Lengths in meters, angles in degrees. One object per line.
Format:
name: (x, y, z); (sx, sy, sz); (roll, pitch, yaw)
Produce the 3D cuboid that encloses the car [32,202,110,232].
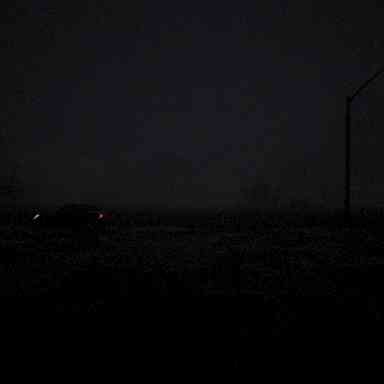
car: (-7.622, 1.523, 21.108); (4.553, 1.767, 2.097); (1, 0, 0)
